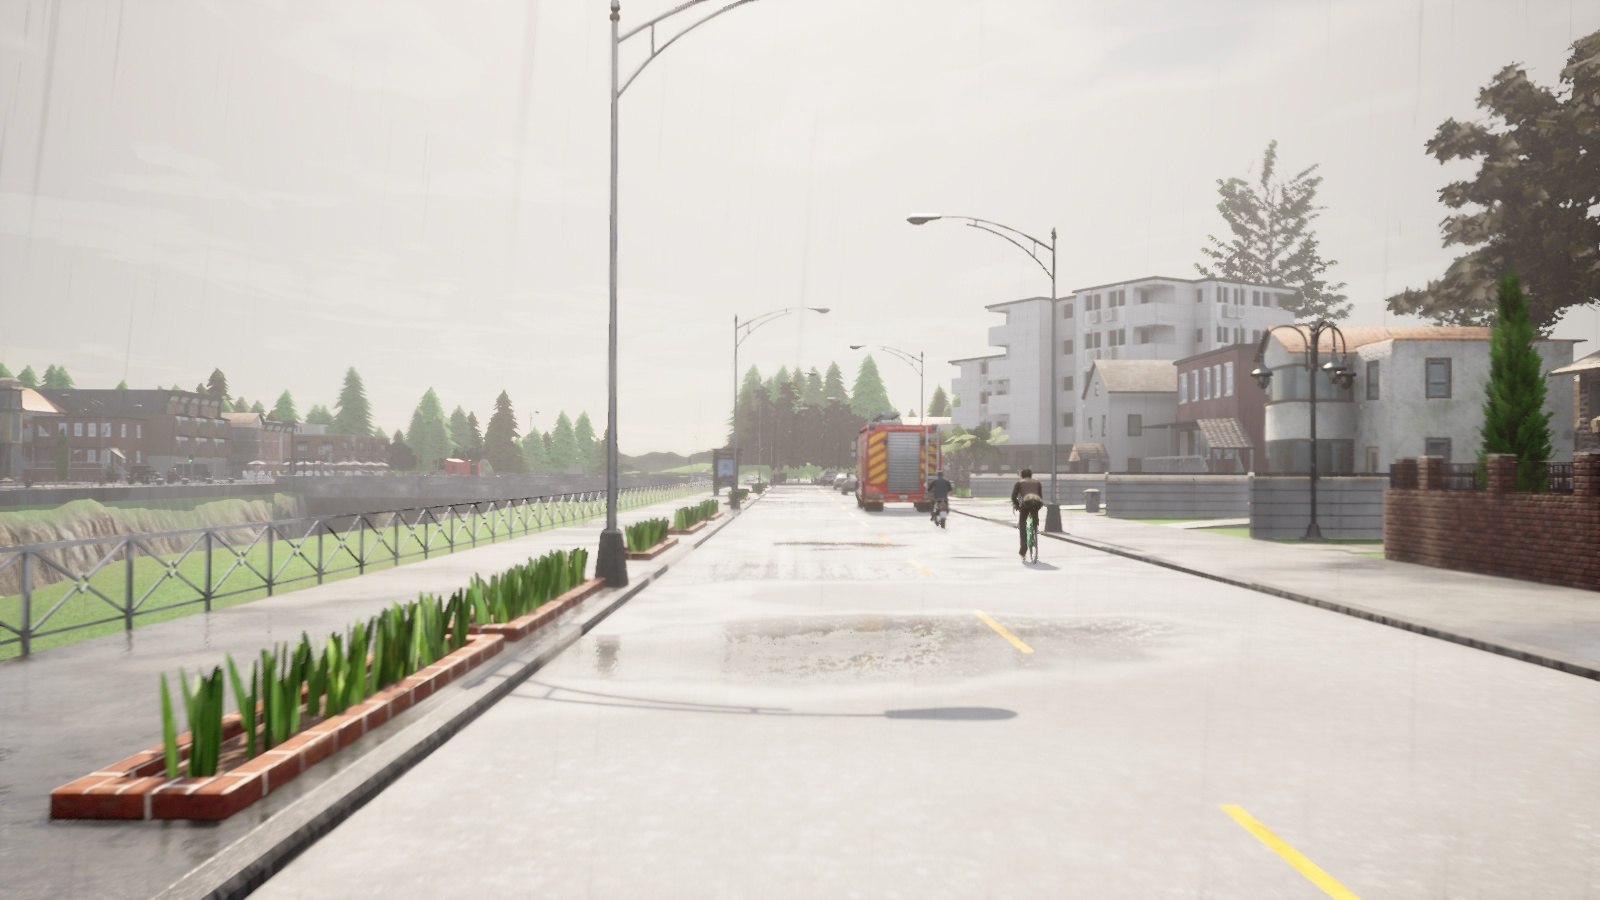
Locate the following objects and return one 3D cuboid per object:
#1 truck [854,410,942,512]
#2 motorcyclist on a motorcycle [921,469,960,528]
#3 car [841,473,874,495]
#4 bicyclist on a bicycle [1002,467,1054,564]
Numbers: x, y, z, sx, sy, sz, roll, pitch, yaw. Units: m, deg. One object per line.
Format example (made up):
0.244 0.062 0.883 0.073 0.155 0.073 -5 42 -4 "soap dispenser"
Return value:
3.874 0.498 51.557 2.891 3.827 8.468 0 -1 0 "truck"
3.917 1.342 35.207 0.866 1.590 1.817 0 -1 0 "motorcyclist on a motorcycle"
3.805 2.258 83.323 1.994 1.385 4.181 0 -1 0 "car"
3.949 1.117 21.830 0.582 1.620 1.656 0 -1 0 "bicyclist on a bicycle"
